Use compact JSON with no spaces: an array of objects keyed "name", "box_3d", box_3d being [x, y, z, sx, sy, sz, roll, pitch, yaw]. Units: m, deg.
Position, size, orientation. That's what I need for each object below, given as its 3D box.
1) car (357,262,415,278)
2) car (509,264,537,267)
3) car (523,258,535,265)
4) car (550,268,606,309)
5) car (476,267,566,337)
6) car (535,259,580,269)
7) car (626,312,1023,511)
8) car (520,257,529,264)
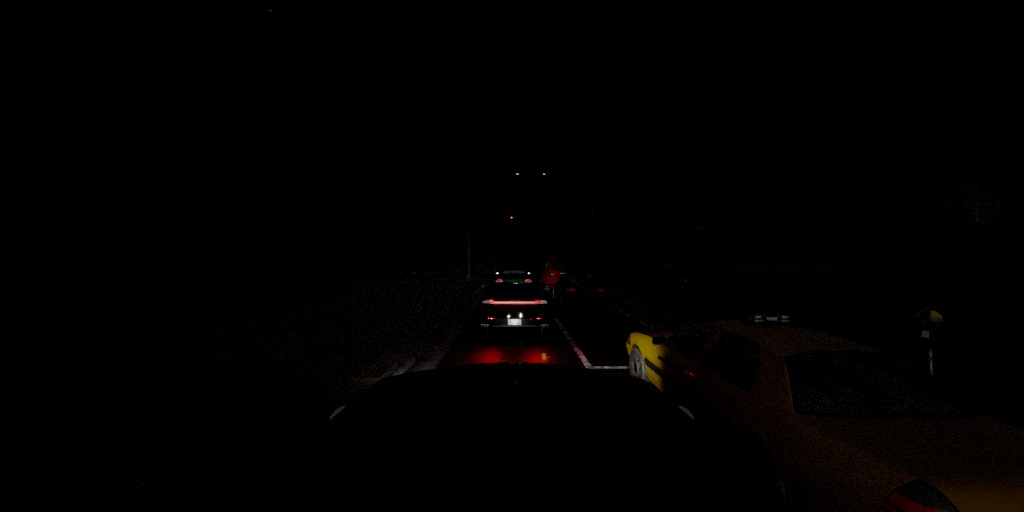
[{"name":"car","box_3d":[-11.124,1.236,31.746,4.902,1.511,2.128,0,-1,0]},{"name":"car","box_3d":[0.066,1.325,19.261,1.994,1.385,4.181,0,0,-1]},{"name":"car","box_3d":[2.735,1.356,46.570,1.888,1.381,4.507,0,0,0]},{"name":"car","box_3d":[2.666,1.338,14.692,1.802,1.307,4.207,0,0,0]},{"name":"car","box_3d":[0.083,1.245,10.316,2.128,1.511,4.902,0,0,1]},{"name":"car","box_3d":[2.678,1.076,20.140,2.192,1.841,5.009,0,0,0]},{"name":"car","box_3d":[2.643,1.276,3.963,1.751,1.417,4.829,0,0,0]},{"name":"car","box_3d":[2.770,1.403,62.881,1.888,1.381,4.507,0,0,0]}]
